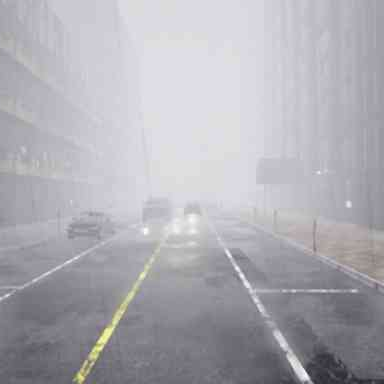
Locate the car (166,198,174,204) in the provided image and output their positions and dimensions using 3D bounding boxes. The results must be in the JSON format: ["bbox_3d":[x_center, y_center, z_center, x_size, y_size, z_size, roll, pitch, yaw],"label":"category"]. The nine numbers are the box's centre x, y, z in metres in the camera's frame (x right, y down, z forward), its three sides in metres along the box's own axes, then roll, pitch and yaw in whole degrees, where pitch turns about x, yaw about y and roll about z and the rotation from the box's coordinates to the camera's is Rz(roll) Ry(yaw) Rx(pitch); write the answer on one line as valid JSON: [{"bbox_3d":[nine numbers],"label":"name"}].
[{"bbox_3d":[-5.257,2.164,79.889,1.752,1.417,4.829,1,0,0],"label":"car"}]

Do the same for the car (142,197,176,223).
[{"bbox_3d":[-2.834,1.444,28.055,2.150,2.045,5.566,0,0,0],"label":"car"}]

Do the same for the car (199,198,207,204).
[{"bbox_3d":[2.623,2.184,79.902,1.887,1.381,4.507,1,0,0],"label":"car"}]

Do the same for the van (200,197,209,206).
[{"bbox_3d":[2.619,1.889,68.599,1.690,1.788,3.998,1,0,0],"label":"van"}]

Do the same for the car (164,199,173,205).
[{"bbox_3d":[-5.261,2.176,74.411,1.802,1.307,4.206,1,0,0],"label":"car"}]

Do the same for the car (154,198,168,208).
[{"bbox_3d":[-5.269,1.898,57.474,1.967,1.590,4.097,1,0,0],"label":"car"}]

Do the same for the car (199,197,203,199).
[{"bbox_3d":[0.063,1.847,44.682,2.128,1.511,4.902,0,0,0],"label":"car"}]

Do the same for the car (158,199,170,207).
[{"bbox_3d":[-5.268,2.085,63.119,1.802,1.307,4.206,1,0,0],"label":"car"}]

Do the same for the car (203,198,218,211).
[{"bbox_3d":[2.603,1.917,45.989,2.008,1.369,4.403,1,0,0],"label":"car"}]

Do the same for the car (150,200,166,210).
[{"bbox_3d":[-5.274,1.979,51.827,1.947,1.339,4.313,1,0,0],"label":"car"}]

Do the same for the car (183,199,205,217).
[{"bbox_3d":[0.101,1.780,34.504,1.837,1.490,4.892,0,0,0],"label":"car"}]

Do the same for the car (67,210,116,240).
[{"bbox_3d":[-5.294,1.694,17.949,2.008,1.369,4.403,1,0,0],"label":"car"}]

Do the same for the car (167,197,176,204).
[{"bbox_3d":[-5.253,2.127,85.706,1.967,1.590,4.097,1,0,0],"label":"car"}]
